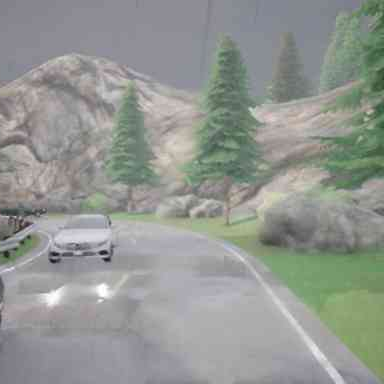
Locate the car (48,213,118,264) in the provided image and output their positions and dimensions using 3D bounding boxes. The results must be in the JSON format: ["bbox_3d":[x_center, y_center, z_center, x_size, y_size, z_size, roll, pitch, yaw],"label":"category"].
[{"bbox_3d":[-3.712,1.515,12.086,1.812,1.442,4.674,0,0,-9],"label":"car"}]

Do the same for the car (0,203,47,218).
[{"bbox_3d":[-15.107,1.575,28.816,4.718,1.301,1.895,0,0,19],"label":"car"}]

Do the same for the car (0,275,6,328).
[{"bbox_3d":[-3.651,1.503,2.988,1.837,1.490,4.892,0,0,-1],"label":"car"}]
